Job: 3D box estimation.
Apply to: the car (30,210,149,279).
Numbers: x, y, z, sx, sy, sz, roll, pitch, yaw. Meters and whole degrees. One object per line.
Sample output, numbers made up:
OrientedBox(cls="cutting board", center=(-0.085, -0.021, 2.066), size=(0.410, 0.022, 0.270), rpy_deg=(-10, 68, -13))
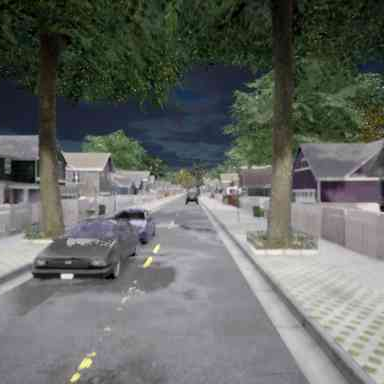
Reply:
OrientedBox(cls="car", center=(-2.799, 1.514, 10.165), size=(2.033, 1.411, 5.357), rpy_deg=(0, 0, 1))

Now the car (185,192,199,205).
OrientedBox(cls="car", center=(-0.004, 1.060, 56.067), size=(2.150, 2.045, 5.566), rpy_deg=(0, 0, 0))

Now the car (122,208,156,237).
OrientedBox(cls="car", center=(-2.751, 1.503, 15.472), size=(1.812, 1.442, 4.674), rpy_deg=(0, 0, 0))
